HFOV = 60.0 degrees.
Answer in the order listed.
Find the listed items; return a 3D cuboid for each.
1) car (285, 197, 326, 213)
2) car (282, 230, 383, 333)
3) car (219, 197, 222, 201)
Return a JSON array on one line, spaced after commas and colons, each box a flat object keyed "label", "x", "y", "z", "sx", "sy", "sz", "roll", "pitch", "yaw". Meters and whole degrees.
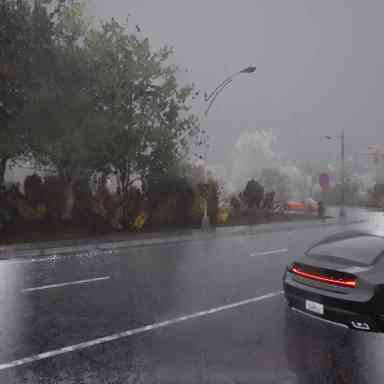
[{"label": "car", "x": 12.510, "y": 1.352, "z": 36.826, "sx": 2.097, "sy": 1.767, "sz": 4.553, "roll": 0, "pitch": 0, "yaw": -32}, {"label": "car", "x": 3.839, "y": 1.505, "z": 6.476, "sx": 4.892, "sy": 1.490, "sz": 1.837, "roll": 0, "pitch": 0, "yaw": -35}, {"label": "car", "x": 4.499, "y": 1.353, "z": 69.509, "sx": 1.994, "sy": 1.385, "sz": 4.181, "roll": 0, "pitch": 1, "yaw": -33}]
